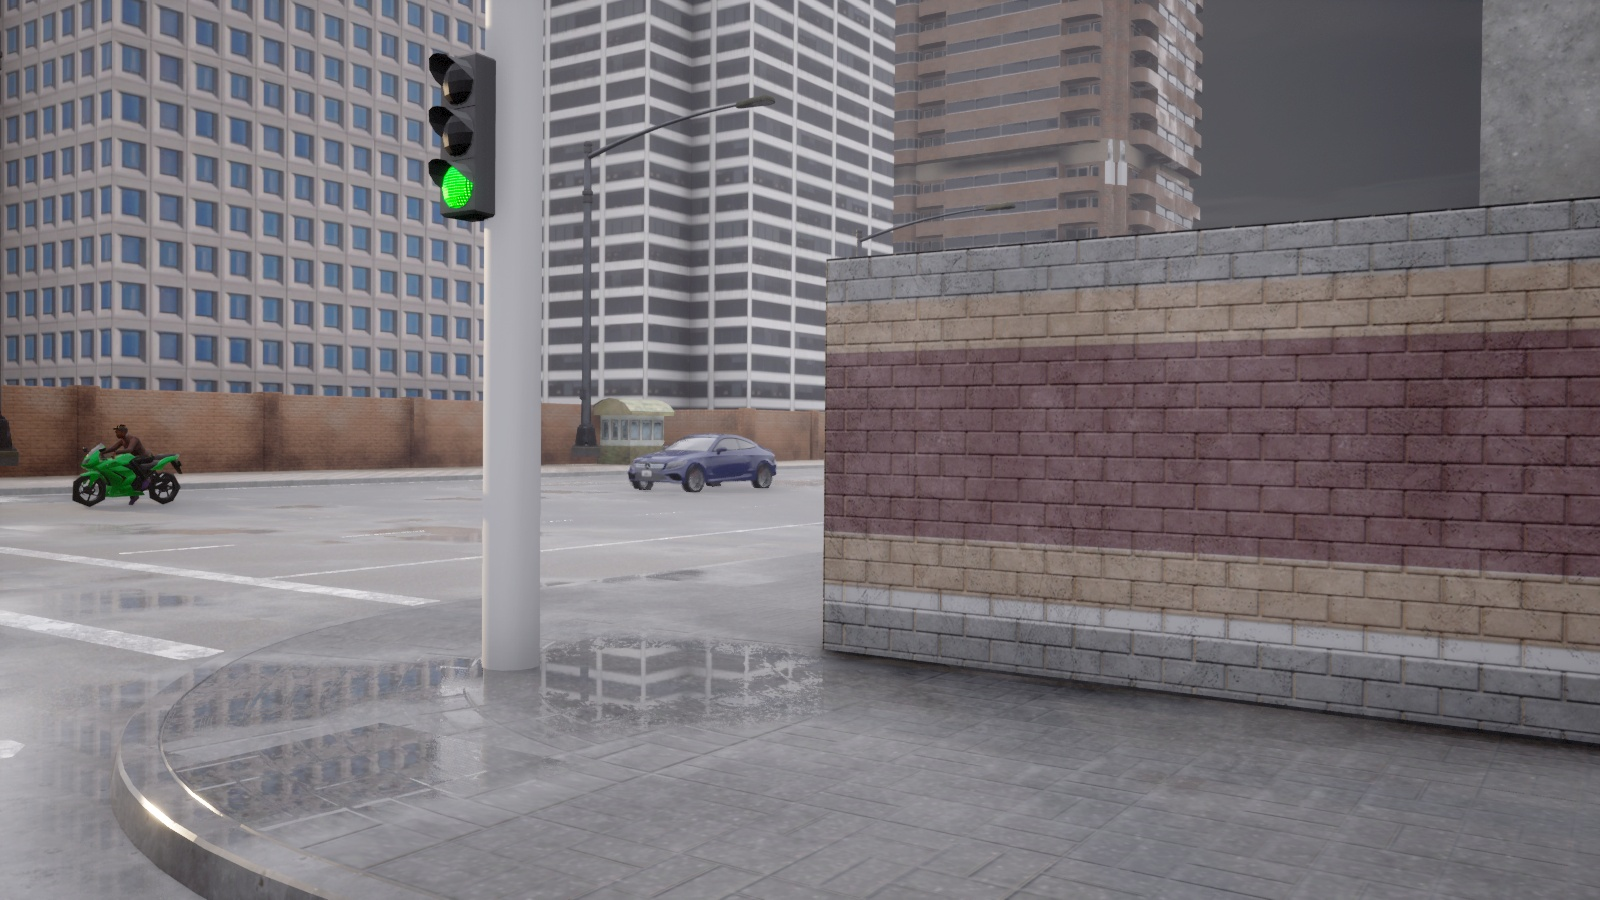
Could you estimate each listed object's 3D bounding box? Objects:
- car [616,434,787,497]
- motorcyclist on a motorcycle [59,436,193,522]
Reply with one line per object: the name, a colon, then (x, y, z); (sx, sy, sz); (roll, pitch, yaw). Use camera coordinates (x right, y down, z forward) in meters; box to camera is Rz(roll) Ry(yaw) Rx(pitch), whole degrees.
car: (-2.427, 0.341, 32.098); (1.812, 1.442, 4.674); (0, 1, 34)
motorcyclist on a motorcycle: (-12.533, 0.507, 23.413); (0.797, 1.523, 2.044); (0, 1, 34)
